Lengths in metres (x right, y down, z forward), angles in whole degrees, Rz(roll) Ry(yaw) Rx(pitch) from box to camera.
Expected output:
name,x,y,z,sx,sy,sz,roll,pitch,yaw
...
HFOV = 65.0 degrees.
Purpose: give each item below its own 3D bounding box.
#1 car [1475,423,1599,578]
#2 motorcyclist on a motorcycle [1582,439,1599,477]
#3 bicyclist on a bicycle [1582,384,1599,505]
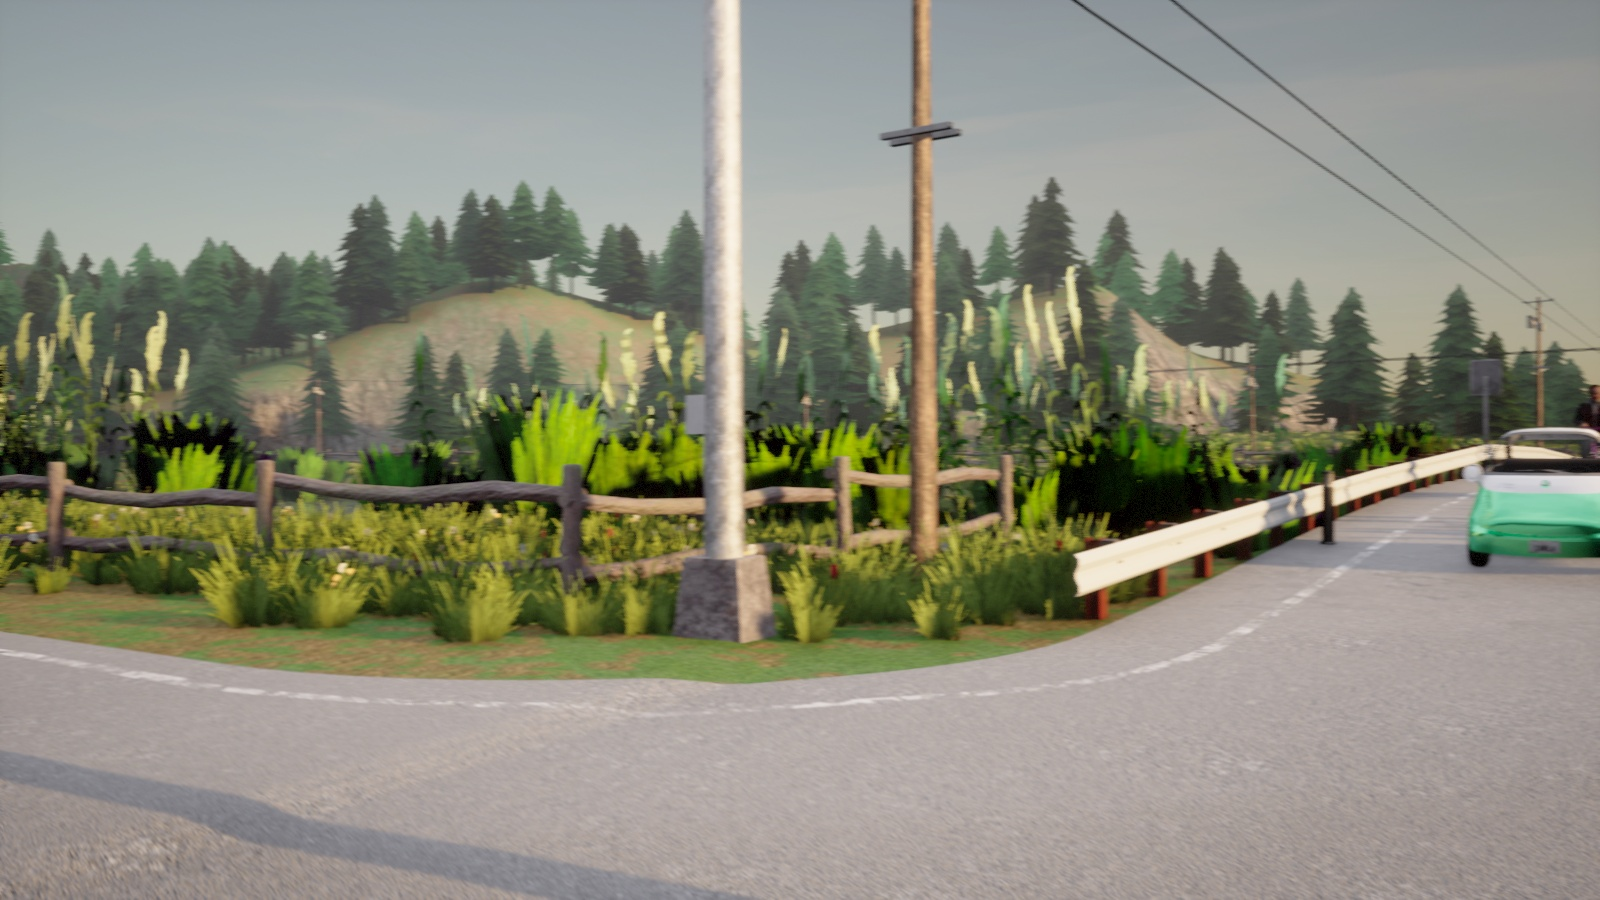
name,x,y,z,sx,sy,sz,roll,pitch,yaw
car,7.864,0.455,12.788,1.481,1.376,2.207,0,3,35
motorcyclist on a motorcycle,35.525,0.333,54.705,0.766,1.649,2.350,-2,1,-36
bicyclist on a bicycle,12.423,-0.107,19.195,0.659,1.776,1.843,0,2,36
